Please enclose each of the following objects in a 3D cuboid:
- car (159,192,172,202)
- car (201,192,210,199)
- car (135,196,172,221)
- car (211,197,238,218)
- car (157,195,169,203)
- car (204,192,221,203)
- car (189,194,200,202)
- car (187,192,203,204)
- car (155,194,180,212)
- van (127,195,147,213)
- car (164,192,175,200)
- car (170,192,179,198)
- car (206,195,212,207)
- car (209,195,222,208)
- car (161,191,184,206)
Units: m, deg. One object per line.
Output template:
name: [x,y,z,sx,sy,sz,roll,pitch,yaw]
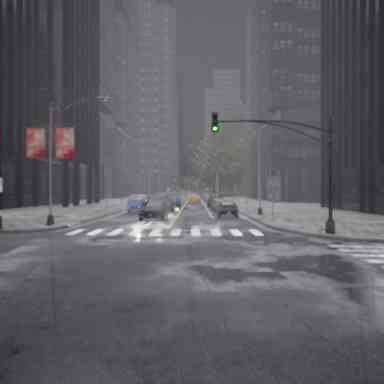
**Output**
car: [-5.237,0.956,67.075,2.192,1.841,5.009,0,0,1]
car: [3.483,0.848,89.056,2.192,1.841,5.009,0,0,1]
car: [-2.908,1.335,26.077,1.882,1.535,5.008,0,0,1]
car: [2.945,1.398,28.416,2.008,1.369,4.403,0,0,1]
car: [-5.287,1.214,61.563,1.887,1.381,4.507,0,0,1]
car: [3.092,1.075,44.953,2.192,1.841,5.009,0,0,1]
car: [0.518,1.195,66.357,2.033,1.411,5.357,0,0,1]
car: [0.426,1.179,56.015,1.882,1.535,5.008,0,0,1]
car: [-2.797,1.298,35.652,2.128,1.511,4.902,0,0,1]
van: [-5.530,1.155,34.001,1.690,1.788,3.998,0,0,1]
car: [-5.140,0.899,78.099,2.192,1.841,5.009,0,0,1]
car: [-4.993,0.815,94.636,2.192,1.841,5.009,0,0,1]
car: [3.043,1.340,39.441,2.008,1.369,4.403,0,0,1]
car: [2.996,1.343,34.098,1.752,1.417,4.829,0,0,1]
car: [-2.661,0.972,46.247,2.150,2.045,5.566,0,0,1]
